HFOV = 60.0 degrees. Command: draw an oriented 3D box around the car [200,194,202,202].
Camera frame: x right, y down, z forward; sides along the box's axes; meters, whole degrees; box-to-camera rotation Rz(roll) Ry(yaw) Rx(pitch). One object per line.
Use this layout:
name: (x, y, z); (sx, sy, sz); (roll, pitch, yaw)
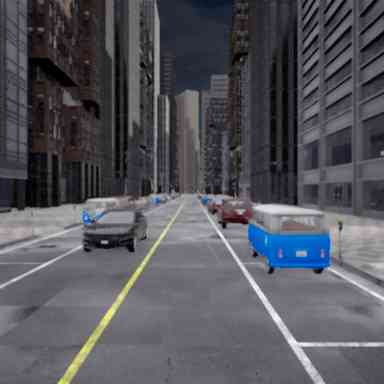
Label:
car: (2.735, 1.458, 55.105); (1.887, 1.381, 4.507); (0, 0, 0)

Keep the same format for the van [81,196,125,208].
van: (-5.773, 1.306, 21.435); (1.690, 1.788, 3.998); (0, 0, 0)

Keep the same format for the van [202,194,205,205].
van: (2.738, 1.263, 49.495); (1.690, 1.788, 3.998); (0, 0, 0)

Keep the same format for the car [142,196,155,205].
car: (-5.781, 1.490, 38.264); (2.008, 1.369, 4.403); (0, 0, 0)

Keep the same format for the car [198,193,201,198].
car: (2.729, 1.422, 66.493); (1.752, 1.417, 4.829); (0, 0, 0)

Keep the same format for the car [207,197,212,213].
car: (2.747, 1.491, 32.668); (1.887, 1.381, 4.507); (0, 0, 0)

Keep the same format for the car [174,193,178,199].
car: (-5.811, 1.445, 94.358); (1.947, 1.339, 4.313); (0, 0, 0)

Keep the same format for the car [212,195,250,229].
car: (2.753, 1.279, 21.450); (2.192, 1.841, 5.009); (0, 0, 0)

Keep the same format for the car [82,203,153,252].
car: (-3.007, 1.454, 13.916); (1.882, 1.535, 5.008); (0, 0, 0)

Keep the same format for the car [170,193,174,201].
car: (-5.802, 1.412, 77.360); (1.752, 1.417, 4.829); (0, 0, 0)

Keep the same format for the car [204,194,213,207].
car: (2.744, 1.378, 38.277); (1.967, 1.590, 4.097); (0, 0, 0)

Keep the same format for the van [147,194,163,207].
van: (-5.787, 1.263, 49.483); (1.690, 1.788, 3.998); (0, 0, 0)

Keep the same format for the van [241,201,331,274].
van: (2.758, 1.323, 10.231); (1.690, 1.788, 3.998); (0, 0, 0)

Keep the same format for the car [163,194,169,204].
car: (-5.793, 1.346, 60.702); (1.967, 1.590, 4.097); (0, 0, 0)

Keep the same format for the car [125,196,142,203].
car: (-5.775, 1.271, 27.044); (2.192, 1.841, 5.009); (0, 0, 0)
